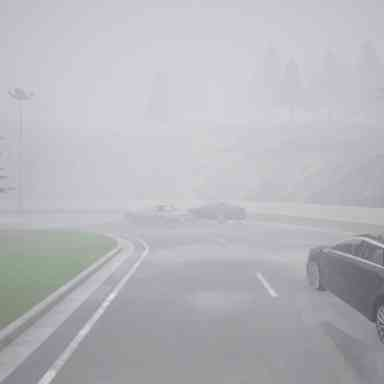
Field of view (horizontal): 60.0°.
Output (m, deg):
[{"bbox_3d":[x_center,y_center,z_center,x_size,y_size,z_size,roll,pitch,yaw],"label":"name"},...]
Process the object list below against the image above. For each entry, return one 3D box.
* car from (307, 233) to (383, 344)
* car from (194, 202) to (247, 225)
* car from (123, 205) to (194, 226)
[{"bbox_3d":[3.646,1.486,6.023,2.128,1.511,4.902,0,0,0],"label":"car"},{"bbox_3d":[1.628,1.447,23.996,4.902,1.511,2.128,0,0,45],"label":"car"},{"bbox_3d":[-2.542,1.550,23.188,4.718,1.301,1.895,0,0,33],"label":"car"}]
